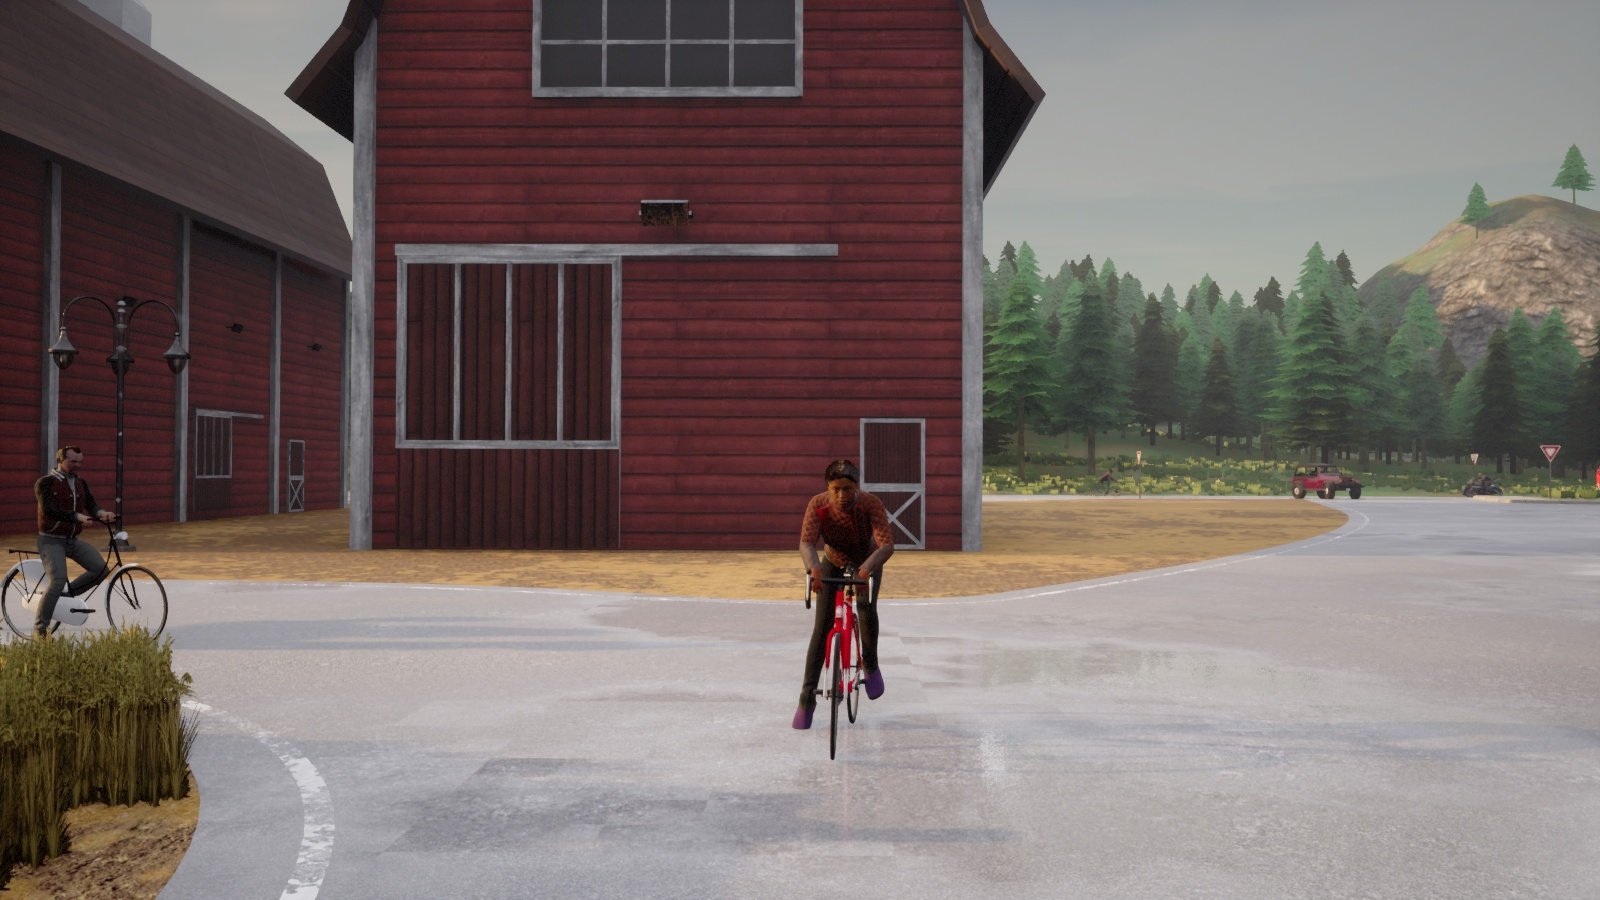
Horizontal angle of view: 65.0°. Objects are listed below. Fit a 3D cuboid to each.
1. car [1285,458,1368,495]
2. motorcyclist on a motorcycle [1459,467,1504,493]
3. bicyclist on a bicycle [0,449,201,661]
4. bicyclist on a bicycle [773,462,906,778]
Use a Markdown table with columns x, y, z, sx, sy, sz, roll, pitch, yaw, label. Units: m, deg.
| x | y | z | sx | sy | sz | roll | pitch | yaw | label |
| --- | --- | --- | --- | --- | --- | --- | --- | --- | --- |
| 27.266 | 1.387 | 65.200 | 1.905 | 1.878 | 3.866 | 0 | -2 | -17 | car |
| 40.367 | 1.794 | 74.380 | 2.191 | 1.530 | 0.866 | 0 | -1 | 2 | motorcyclist on a motorcycle |
| -6.310 | 0.897 | 11.119 | 1.843 | 1.776 | 0.659 | -1 | -1 | 16 | bicyclist on a bicycle |
| 0.272 | 0.881 | 7.307 | 0.582 | 1.620 | 1.656 | 0 | -1 | 8 | bicyclist on a bicycle |
